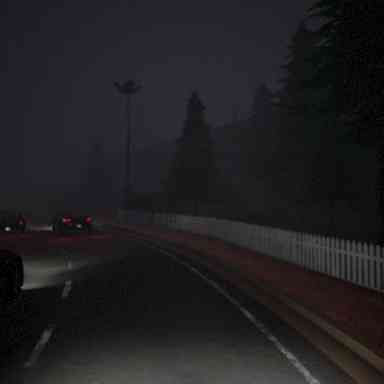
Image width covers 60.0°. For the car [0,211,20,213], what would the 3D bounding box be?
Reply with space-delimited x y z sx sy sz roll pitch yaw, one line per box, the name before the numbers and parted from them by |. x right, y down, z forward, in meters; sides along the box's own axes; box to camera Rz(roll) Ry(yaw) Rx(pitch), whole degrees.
car | -11.688 1.865 21.062 1.895 1.301 4.718 0 -1 -31

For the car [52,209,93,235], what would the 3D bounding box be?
car | -7.466 1.753 20.644 1.812 1.442 4.674 0 -1 -30

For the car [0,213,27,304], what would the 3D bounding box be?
car | -4.532 1.435 5.616 2.097 1.767 4.553 0 0 -11
